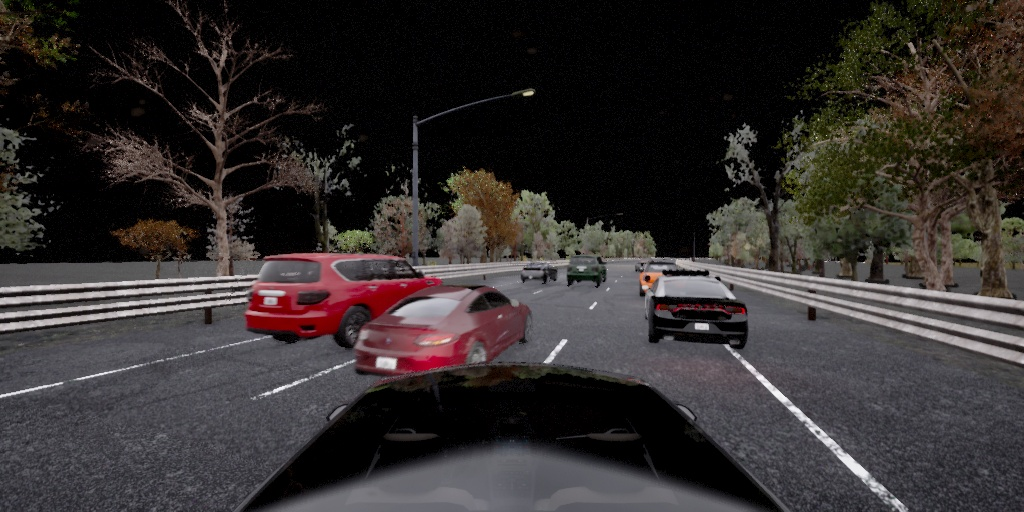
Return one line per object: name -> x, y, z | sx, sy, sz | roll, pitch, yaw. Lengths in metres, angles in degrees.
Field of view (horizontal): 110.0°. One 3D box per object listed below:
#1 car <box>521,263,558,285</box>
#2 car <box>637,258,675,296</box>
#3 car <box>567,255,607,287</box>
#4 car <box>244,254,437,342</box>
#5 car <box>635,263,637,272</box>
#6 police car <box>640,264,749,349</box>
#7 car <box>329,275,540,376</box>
car -> 2.102, 1.235, 26.461 | 2.128, 1.511, 4.902 | 0, 0, 20
car -> 7.722, 1.096, 18.637 | 2.097, 1.767, 4.553 | 0, 0, 19
car -> 5.272, 0.965, 24.946 | 2.150, 2.045, 5.566 | 0, 0, 20
car -> -3.822, 0.967, 9.497 | 2.150, 2.045, 5.566 | 0, 0, 19
car -> 16.679, 1.245, 45.439 | 2.128, 1.511, 4.902 | 0, 0, 22
police car -> 4.533, 1.172, 9.439 | 1.930, 1.638, 5.238 | 0, 0, 19
car -> -0.962, 1.273, 7.009 | 1.812, 1.442, 4.674 | 0, 0, 18
